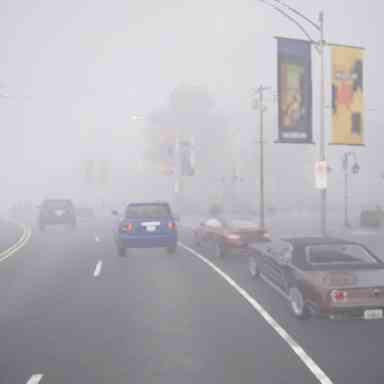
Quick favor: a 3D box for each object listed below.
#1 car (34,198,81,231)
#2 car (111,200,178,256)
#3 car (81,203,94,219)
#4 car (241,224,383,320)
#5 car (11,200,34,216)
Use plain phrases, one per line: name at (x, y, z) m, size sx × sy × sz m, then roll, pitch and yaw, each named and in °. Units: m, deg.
car at (-9.302, 1.458, 22.702) m, size 2.150 × 2.045 × 5.566 m, roll 0°, pitch -1°, yaw -27°
car at (-2.103, 1.343, 13.943) m, size 2.150 × 2.045 × 5.566 m, roll 0°, pitch 0°, yaw -15°
car at (-10.940, 1.794, 31.921) m, size 1.882 × 1.535 × 5.008 m, roll 0°, pitch -1°, yaw -33°
car at (2.635, 1.630, 7.391) m, size 1.895 × 1.301 × 4.718 m, roll 0°, pitch 0°, yaw -5°
car at (-19.603, 1.781, 38.497) m, size 2.097 × 1.767 × 4.553 m, roll 0°, pitch -1°, yaw -34°
